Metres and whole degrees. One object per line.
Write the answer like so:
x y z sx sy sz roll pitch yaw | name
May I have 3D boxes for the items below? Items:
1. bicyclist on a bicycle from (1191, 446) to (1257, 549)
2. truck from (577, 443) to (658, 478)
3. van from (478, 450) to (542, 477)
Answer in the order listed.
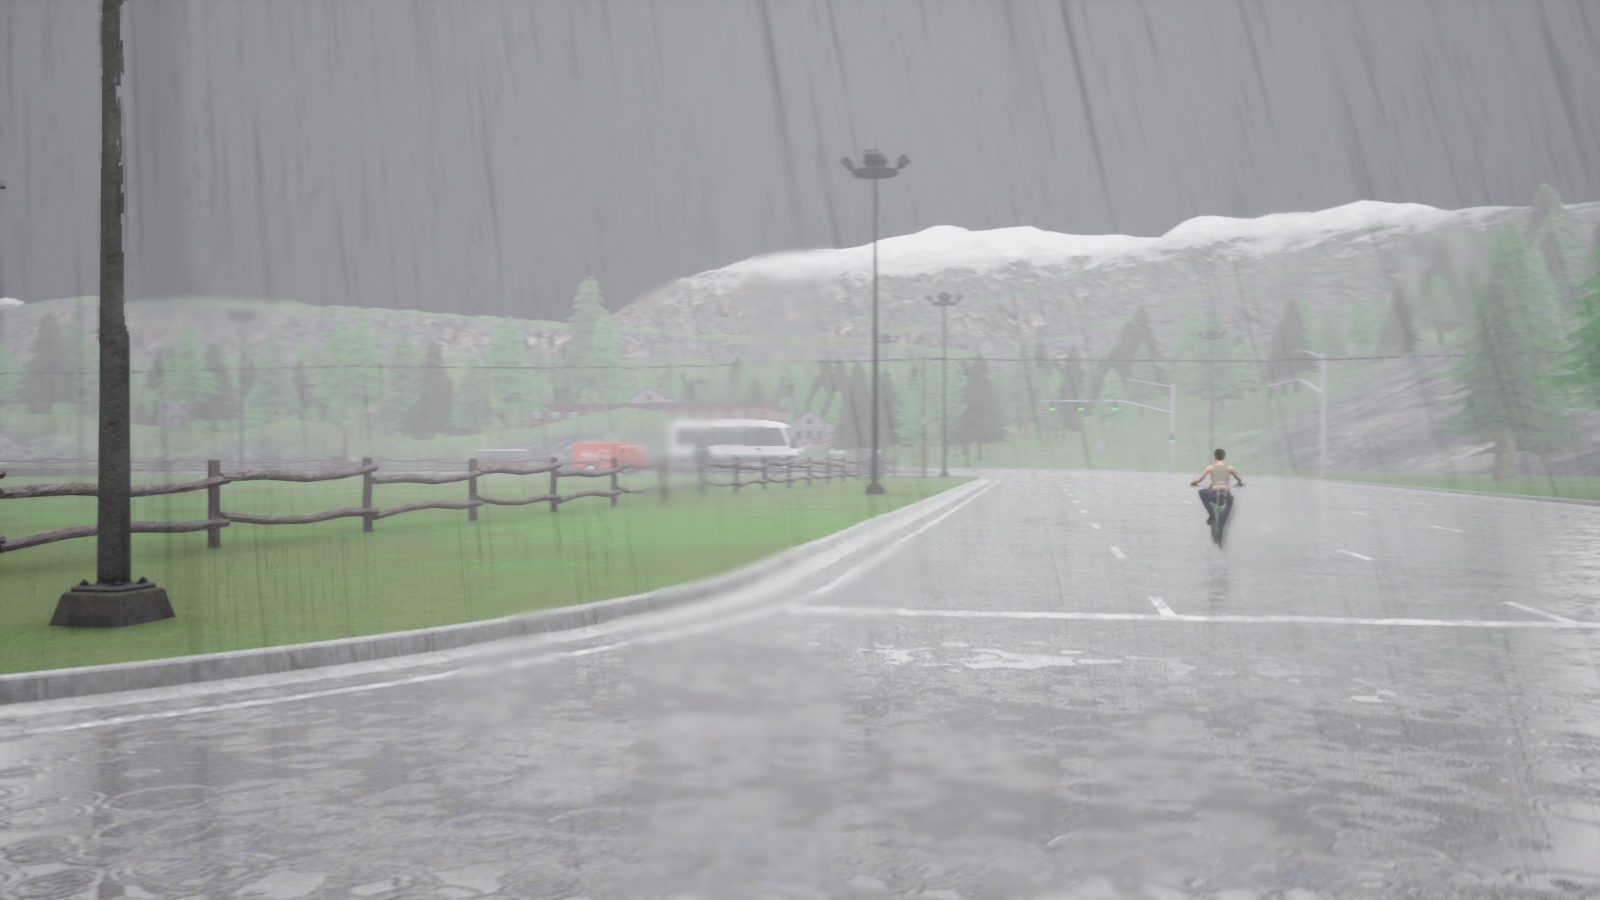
6.892 0.752 20.465 0.866 1.612 1.509 0 0 13 | bicyclist on a bicycle
-13.229 0.736 91.156 5.204 2.467 2.627 0 0 10 | truck
-22.244 1.031 96.374 4.442 1.987 1.775 0 0 10 | van
